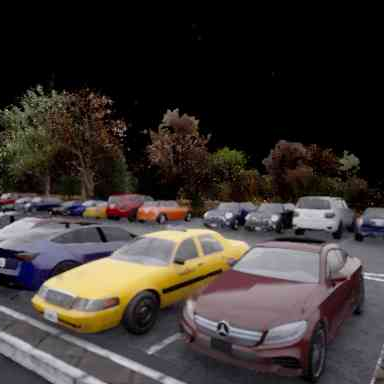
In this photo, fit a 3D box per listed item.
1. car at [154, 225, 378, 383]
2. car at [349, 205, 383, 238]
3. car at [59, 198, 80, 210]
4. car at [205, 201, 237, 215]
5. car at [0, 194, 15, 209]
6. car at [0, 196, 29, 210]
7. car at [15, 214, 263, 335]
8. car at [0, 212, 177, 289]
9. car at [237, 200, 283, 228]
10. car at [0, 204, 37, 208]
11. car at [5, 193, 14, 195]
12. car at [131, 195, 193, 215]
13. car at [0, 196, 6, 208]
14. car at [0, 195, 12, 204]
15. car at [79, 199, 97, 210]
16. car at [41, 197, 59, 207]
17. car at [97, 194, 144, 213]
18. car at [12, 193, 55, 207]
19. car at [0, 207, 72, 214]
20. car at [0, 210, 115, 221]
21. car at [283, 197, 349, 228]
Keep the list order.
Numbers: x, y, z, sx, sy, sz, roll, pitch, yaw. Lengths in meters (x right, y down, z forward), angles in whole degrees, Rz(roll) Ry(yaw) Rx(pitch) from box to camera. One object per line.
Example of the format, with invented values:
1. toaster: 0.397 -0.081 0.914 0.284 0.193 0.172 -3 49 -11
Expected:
1. car: 1.715 1.571 5.785 2.002 1.452 4.674 0 -1 36
2. car: 9.438 1.405 16.285 2.185 1.767 4.553 0 0 36
3. car: -8.636 1.419 29.312 2.097 1.535 5.008 0 0 36
4. car: 2.587 1.362 21.283 2.185 1.767 4.553 0 0 36
5. car: -24.492 1.185 40.655 2.185 1.767 4.553 0 0 36
6. car: -22.210 1.327 39.061 2.097 1.535 5.008 0 0 36
7. car: -0.548 1.514 7.163 1.946 1.575 5.366 0 0 36
8. car: -2.683 1.533 8.961 2.163 1.488 4.792 0 0 36
9. car: 4.849 1.376 19.658 2.185 1.767 4.553 0 0 36
10. car: -9.485 1.463 13.803 2.231 1.521 4.892 0 0 36
11. car: -19.964 1.093 37.408 2.435 2.045 5.566 0 0 36
12. car: -1.872 1.335 24.409 2.185 1.767 4.553 0 0 36
13. car: -26.739 1.294 42.302 2.097 1.535 5.008 0 0 36
14. car: -17.684 1.361 35.812 2.231 1.521 4.892 0 0 36
15. car: -6.371 1.429 27.907 1.946 1.575 5.366 0 0 36
16. car: -10.920 1.434 30.909 2.163 1.488 4.792 0 0 36
17. car: -4.200 1.195 26.154 2.435 2.045 5.566 0 0 36
18. car: -15.406 1.249 34.207 2.185 1.767 4.553 0 0 36
19. car: -7.238 1.505 12.161 2.163 1.488 4.792 0 0 36
20. car: -4.959 1.529 10.563 2.002 1.452 4.674 0 0 36
21. car: 7.211 1.265 17.958 2.435 2.045 5.566 0 0 36
